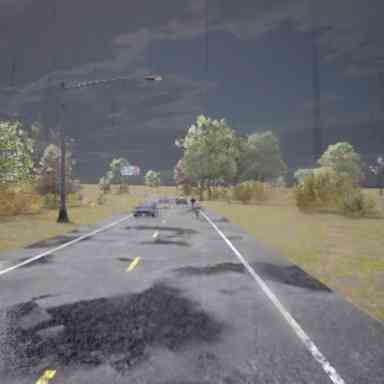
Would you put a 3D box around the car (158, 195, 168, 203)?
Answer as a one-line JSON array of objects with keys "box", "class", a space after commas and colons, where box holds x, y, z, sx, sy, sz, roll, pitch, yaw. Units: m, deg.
[{"box": [-6.127, 1.457, 70.879, 2.128, 1.511, 4.902, 0, 0, -4], "class": "car"}]

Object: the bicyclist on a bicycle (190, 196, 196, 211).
[{"box": [0.116, 1.349, 39.496, 0.659, 1.776, 1.843, 0, 0, -2], "class": "bicyclist on a bicycle"}]

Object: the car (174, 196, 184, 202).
[{"box": [-2.965, 1.525, 75.518, 1.895, 1.301, 4.718, 0, 0, -5], "class": "car"}]

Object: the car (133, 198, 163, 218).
[{"box": [-4.105, 1.538, 30.214, 2.033, 1.411, 5.357, 0, 0, -2], "class": "car"}]

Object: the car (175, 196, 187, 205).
[{"box": [-1.797, 1.480, 59.162, 1.812, 1.442, 4.674, 0, 0, -3], "class": "car"}]

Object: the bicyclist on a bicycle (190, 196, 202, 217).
[{"box": [0.484, 1.423, 29.635, 0.866, 1.612, 1.509, 0, 0, -2], "class": "bicyclist on a bicycle"}]
